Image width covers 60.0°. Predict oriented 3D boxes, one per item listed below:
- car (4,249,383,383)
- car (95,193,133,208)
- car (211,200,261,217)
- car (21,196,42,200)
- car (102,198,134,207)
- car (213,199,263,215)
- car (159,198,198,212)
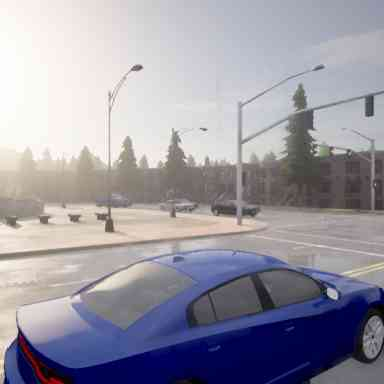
[{"bbox_3d":[0.528,1.478,4.175,5.008,1.535,1.882,0,0,-35],"label":"car"},{"bbox_3d":[-11.195,1.223,46.962,5.566,2.045,2.150,0,0,33],"label":"car"},{"bbox_3d":[3.823,1.478,30.620,1.882,1.535,5.008,0,0,-36],"label":"car"},{"bbox_3d":[-29.880,1.499,60.698,4.892,1.490,1.837,-2,0,5],"label":"car"},{"bbox_3d":[-11.468,1.601,51.227,4.718,1.301,1.895,0,0,29],"label":"car"},{"bbox_3d":[4.782,1.547,35.268,2.033,1.411,5.357,0,0,-36],"label":"car"},{"bbox_3d":[-1.781,1.601,38.096,1.895,1.301,4.718,0,0,-39],"label":"car"}]
